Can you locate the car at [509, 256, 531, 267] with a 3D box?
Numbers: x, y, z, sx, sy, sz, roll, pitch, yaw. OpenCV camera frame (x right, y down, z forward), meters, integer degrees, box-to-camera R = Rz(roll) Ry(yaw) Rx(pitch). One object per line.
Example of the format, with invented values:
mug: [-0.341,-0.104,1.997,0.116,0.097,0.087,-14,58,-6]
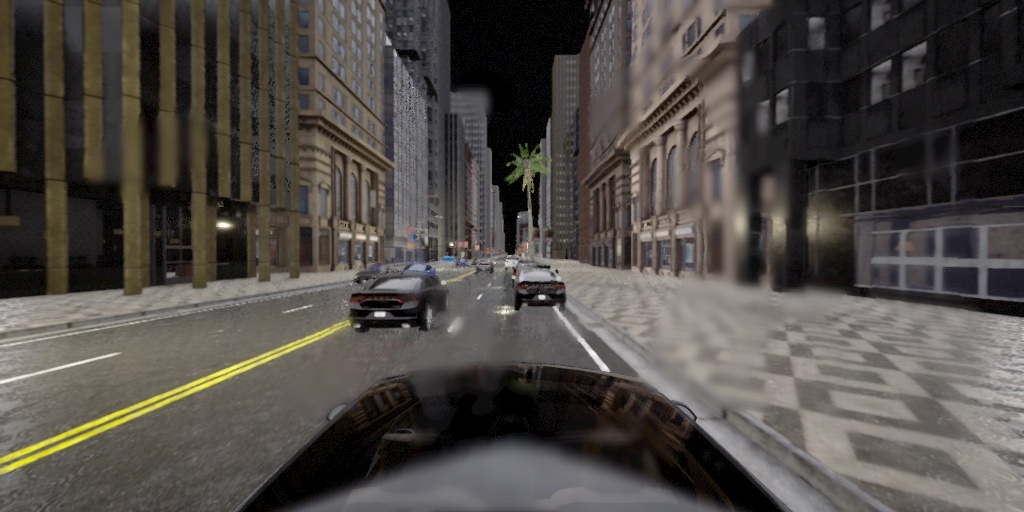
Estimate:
car: [1.037,1.094,24.498,2.097,1.767,4.553,0,0,0]

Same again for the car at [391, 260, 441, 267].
car: [-6.532,1.229,24.759,1.882,1.535,5.008,0,0,0]

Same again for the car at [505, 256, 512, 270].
car: [0.136,0.951,50.784,2.150,2.045,5.566,0,0,0]

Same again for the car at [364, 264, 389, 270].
car: [-9.780,1.302,26.477,2.033,1.411,5.357,0,0,0]

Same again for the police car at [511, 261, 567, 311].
police car: [1.012,1.171,14.638,1.930,1.638,5.238,0,0,0]

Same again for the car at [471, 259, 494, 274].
car: [-3.041,1.231,41.046,2.128,1.511,4.902,0,0,0]

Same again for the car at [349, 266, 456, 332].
car: [-3.124,1.230,10.976,1.882,1.535,5.008,0,0,0]
